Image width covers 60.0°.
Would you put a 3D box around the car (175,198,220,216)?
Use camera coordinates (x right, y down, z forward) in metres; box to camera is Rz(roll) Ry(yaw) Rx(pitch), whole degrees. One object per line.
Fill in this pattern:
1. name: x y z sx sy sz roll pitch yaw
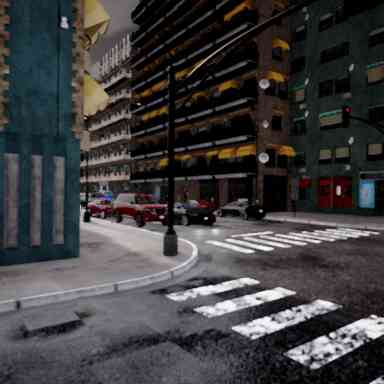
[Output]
1. car: 0.397 1.297 29.782 1.802 1.307 4.206 2 0 -36

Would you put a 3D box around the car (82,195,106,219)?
1. car: -6.409 1.187 24.895 1.887 1.381 4.507 2 0 -36

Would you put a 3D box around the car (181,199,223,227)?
1. car: -0.354 1.326 20.933 1.994 1.385 4.181 1 0 -36

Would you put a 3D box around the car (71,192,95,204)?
1. car: -15.562 0.829 47.276 1.882 1.535 5.008 1 0 -36

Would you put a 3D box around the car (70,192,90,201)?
1. car: -19.223 0.777 56.840 1.887 1.381 4.507 2 0 -36

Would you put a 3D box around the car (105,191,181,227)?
1. car: -3.132 1.038 20.385 2.192 1.841 5.009 2 0 -36

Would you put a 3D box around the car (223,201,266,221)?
1. car: 3.667 1.362 25.273 1.947 1.339 4.313 2 0 -36

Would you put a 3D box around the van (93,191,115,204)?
1. van: -12.679 0.734 47.822 1.690 1.788 3.998 2 0 -36

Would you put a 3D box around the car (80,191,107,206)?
1. car: -9.688 0.884 33.820 2.097 1.767 4.553 1 0 -36
